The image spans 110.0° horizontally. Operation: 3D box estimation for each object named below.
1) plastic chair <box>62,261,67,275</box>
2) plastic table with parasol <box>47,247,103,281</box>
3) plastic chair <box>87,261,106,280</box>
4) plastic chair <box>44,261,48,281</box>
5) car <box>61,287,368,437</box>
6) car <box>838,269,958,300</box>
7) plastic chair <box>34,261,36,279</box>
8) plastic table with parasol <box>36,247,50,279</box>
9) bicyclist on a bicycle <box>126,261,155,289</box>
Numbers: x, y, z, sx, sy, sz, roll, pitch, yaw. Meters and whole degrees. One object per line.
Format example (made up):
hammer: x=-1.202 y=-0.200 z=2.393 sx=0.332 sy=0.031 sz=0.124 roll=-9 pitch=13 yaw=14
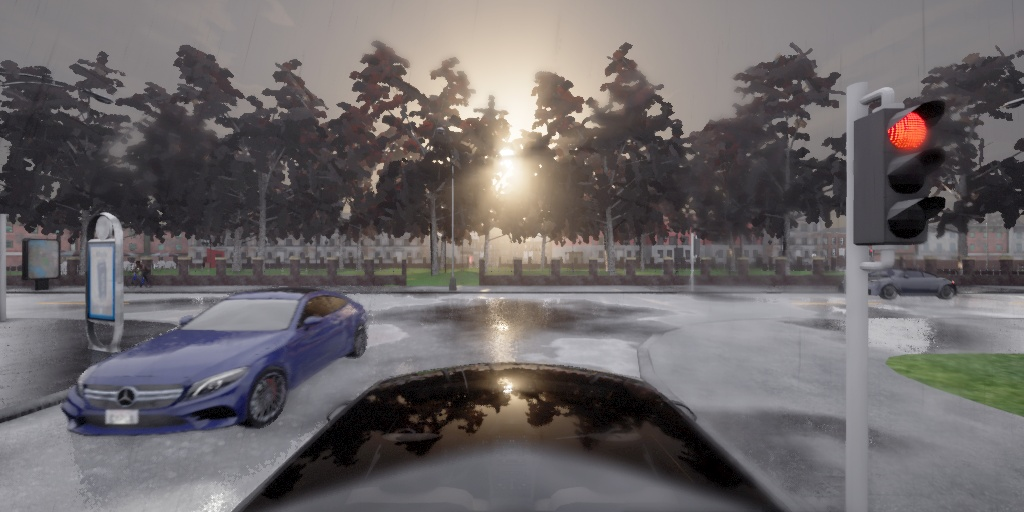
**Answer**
plastic chair: x=-38.279 y=1.306 z=31.284 sx=0.750 sy=1.272 sz=0.730 roll=0 pitch=0 yaw=-35
plastic table with parasol: x=-39.181 y=0.694 z=32.257 sx=2.482 sy=2.480 sz=2.482 roll=0 pitch=0 yaw=-40
plastic chair: x=-38.183 y=1.296 z=32.990 sx=0.730 sy=1.272 sz=0.750 roll=0 pitch=0 yaw=-40
plastic chair: x=-40.212 y=1.293 z=31.512 sx=0.730 sy=1.272 sz=0.750 roll=0 pitch=0 yaw=-40
car: x=-3.818 y=1.276 z=5.748 sx=1.812 sy=1.442 sz=4.674 roll=1 pitch=0 yaw=-2
car: x=18.249 y=1.314 z=17.080 sx=4.181 sy=1.385 sz=1.994 roll=0 pitch=0 yaw=0
plastic chair: x=-44.610 y=1.295 z=34.151 sx=0.730 sy=1.272 sz=0.750 roll=0 pitch=0 yaw=-41
plastic table with parasol: x=-43.602 y=0.620 z=34.901 sx=2.482 sy=2.480 sz=2.482 roll=0 pitch=0 yaw=-39
bicyclist on a bicycle: x=-22.028 y=1.099 z=21.269 sx=0.582 sy=1.620 sz=1.656 roll=0 pitch=0 yaw=0
